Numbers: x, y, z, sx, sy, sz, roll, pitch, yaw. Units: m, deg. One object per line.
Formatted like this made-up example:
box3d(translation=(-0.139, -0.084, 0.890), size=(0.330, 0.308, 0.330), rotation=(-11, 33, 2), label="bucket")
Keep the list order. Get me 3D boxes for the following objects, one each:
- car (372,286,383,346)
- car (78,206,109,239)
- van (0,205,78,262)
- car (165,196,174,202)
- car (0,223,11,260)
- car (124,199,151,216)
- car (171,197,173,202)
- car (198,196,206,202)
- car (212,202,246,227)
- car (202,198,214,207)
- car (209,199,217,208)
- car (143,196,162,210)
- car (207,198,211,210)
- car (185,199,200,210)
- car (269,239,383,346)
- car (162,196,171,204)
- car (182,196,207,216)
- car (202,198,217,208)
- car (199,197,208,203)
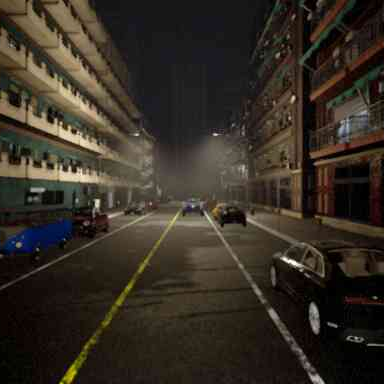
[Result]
box3d(translation=(2.682, 1.553, 0.841), size=(2.008, 1.369, 4.403), rotation=(-1, 0, 0), label="car")
box3d(translation=(-5.702, 1.490, 17.424), size=(1.967, 1.590, 4.097), rotation=(-1, 0, 0), label="car")
box3d(translation=(-5.702, 1.375, 11.901), size=(1.690, 1.788, 3.998), rotation=(-1, 0, 0), label="van")
box3d(translation=(-5.711, 1.800, 83.705), size=(1.887, 1.381, 4.507), rotation=(-1, 0, 0), label="car")
box3d(translation=(-5.700, 1.563, 6.377), size=(1.887, 1.381, 4.507), rotation=(-1, 0, 0), label="car")
box3d(translation=(-5.704, 1.664, 33.994), size=(1.947, 1.339, 4.313), rotation=(-1, 0, 0), label="car")
box3d(translation=(-5.711, 1.678, 78.181), size=(1.967, 1.590, 4.097), rotation=(-1, 0, 0), label="car")
box3d(translation=(2.668, 1.799, 89.385), size=(1.752, 1.417, 4.829), rotation=(-1, 0, 0), label="car")
box3d(translation=(2.679, 1.616, 22.935), size=(2.008, 1.369, 4.403), rotation=(-1, 0, 0), label="car")
box3d(translation=(2.674, 1.692, 56.245), size=(1.752, 1.417, 4.829), rotation=(-1, 0, 0), label="car")
box3d(translation=(2.678, 1.607, 28.629), size=(1.752, 1.417, 4.829), rotation=(-1, 0, 0), label="car")
box3d(translation=(-5.708, 1.447, 45.040), size=(2.192, 1.841, 5.009), rotation=(-1, 0, 0), label="car")
box3d(translation=(2.676, 1.676, 45.028), size=(1.887, 1.381, 4.507), rotation=(-1, 0, 0), label="car")
box3d(translation=(0.093, 1.701, 46.826), size=(1.994, 1.385, 4.181), rotation=(0, 0, 0), label="car")
box3d(translation=(2.681, 1.569, 6.364), size=(2.008, 1.369, 4.403), rotation=(-1, 0, 0), label="car")
box3d(translation=(-5.708, 1.784, 67.134), size=(1.802, 1.307, 4.206), rotation=(-1, 0, 0), label="car")
box3d(translation=(0.092, 1.449, 33.835), size=(2.097, 1.767, 4.553), rotation=(0, 0, 0), label="car")
box3d(translation=(2.675, 1.700, 50.551), size=(2.008, 1.369, 4.403), rotation=(-1, 0, 0), label="car")
box3d(translation=(2.671, 1.782, 78.168), size=(1.887, 1.381, 4.507), rotation=(-1, 0, 0), label="car")
